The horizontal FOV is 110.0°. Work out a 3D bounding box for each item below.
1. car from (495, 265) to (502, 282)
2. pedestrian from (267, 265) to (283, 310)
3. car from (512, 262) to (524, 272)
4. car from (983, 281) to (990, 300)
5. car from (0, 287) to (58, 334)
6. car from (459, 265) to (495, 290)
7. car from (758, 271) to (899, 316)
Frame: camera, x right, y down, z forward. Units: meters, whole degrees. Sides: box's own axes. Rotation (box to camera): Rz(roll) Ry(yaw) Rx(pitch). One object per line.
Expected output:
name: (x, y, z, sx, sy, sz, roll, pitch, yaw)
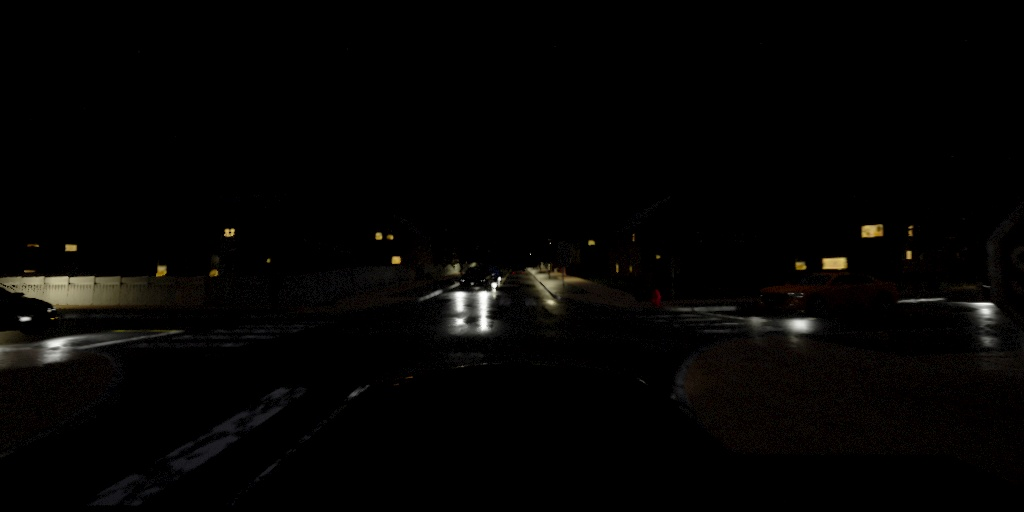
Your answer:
car: (-2.281, 1.589, 34.448, 1.882, 1.535, 5.008, 0, -1, 1)
pedestrian: (-9.581, 1.263, 14.496, 0.375, 1.860, 0.375, 0, -3, 0)
car: (1.127, 1.850, 63.502, 2.097, 1.767, 4.553, 0, -1, 1)
car: (24.440, 1.313, 16.775, 4.892, 1.490, 1.837, 0, -3, -18)
car: (-14.262, 1.298, 8.874, 4.892, 1.490, 1.837, 0, -3, 3)
car: (-2.444, 1.505, 24.891, 1.837, 1.490, 4.892, 0, -1, 1)
car: (12.002, 1.356, 13.723, 5.008, 1.535, 1.882, 0, -3, -11)
